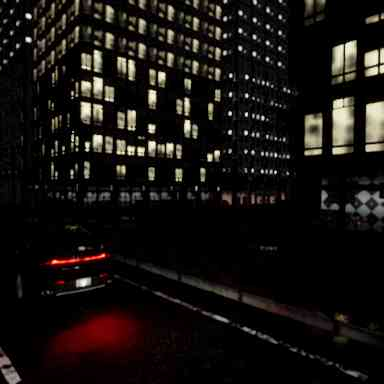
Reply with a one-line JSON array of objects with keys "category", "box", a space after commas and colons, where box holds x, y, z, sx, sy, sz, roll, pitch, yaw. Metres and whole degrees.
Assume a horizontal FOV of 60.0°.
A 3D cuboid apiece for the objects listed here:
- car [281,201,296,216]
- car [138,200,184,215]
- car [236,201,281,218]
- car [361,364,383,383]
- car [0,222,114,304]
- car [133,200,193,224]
[{"category": "car", "box": [10.807, 1.956, 37.412, 4.206, 1.307, 1.802, 1, 0, -39]}, {"category": "car", "box": [-3.363, 1.670, 36.636, 4.829, 1.417, 1.752, 1, 0, -39]}, {"category": "car", "box": [6.576, 1.851, 33.945, 4.829, 1.417, 1.752, 1, 0, -39]}, {"category": "car", "box": [2.748, 1.352, 0.894, 2.097, 1.767, 4.553, 0, 0, -40]}, {"category": "car", "box": [-3.674, 1.506, 8.313, 1.837, 1.490, 4.892, 0, 0, -40]}, {"category": "car", "box": [-2.279, 1.540, 26.689, 5.009, 1.841, 2.192, 1, 0, -39]}]
